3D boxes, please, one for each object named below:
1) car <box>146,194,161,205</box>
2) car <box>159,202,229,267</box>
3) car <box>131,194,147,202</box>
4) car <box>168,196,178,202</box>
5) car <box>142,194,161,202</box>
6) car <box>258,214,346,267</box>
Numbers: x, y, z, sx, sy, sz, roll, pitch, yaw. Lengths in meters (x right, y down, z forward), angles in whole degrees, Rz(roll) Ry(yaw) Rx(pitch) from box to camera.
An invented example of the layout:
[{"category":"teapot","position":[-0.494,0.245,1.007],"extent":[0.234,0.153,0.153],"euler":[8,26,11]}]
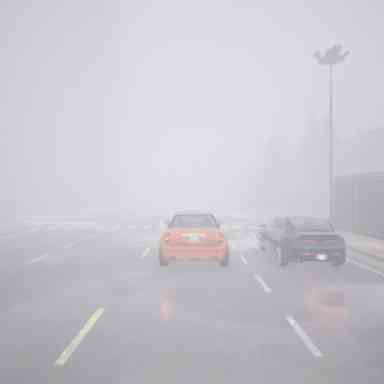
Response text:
[{"category":"car","position":[-7.191,1.534,64.576],"extent":[2.097,1.767,4.553],"euler":[0,0,-3]},{"category":"car","position":[0.069,1.385,11.681],"extent":[2.097,1.767,4.553],"euler":[0,0,0]},{"category":"car","position":[-12.752,1.774,79.042],"extent":[1.994,1.385,4.181],"euler":[0,0,-37]},{"category":"car","position":[-3.791,1.540,66.296],"extent":[2.097,1.767,4.553],"euler":[0,0,-4]},{"category":"car","position":[-9.916,1.450,81.094],"extent":[2.150,2.045,5.566],"euler":[0,0,-37]},{"category":"car","position":[3.569,1.537,11.529],"extent":[1.837,1.490,4.892],"euler":[0,0,0]}]
